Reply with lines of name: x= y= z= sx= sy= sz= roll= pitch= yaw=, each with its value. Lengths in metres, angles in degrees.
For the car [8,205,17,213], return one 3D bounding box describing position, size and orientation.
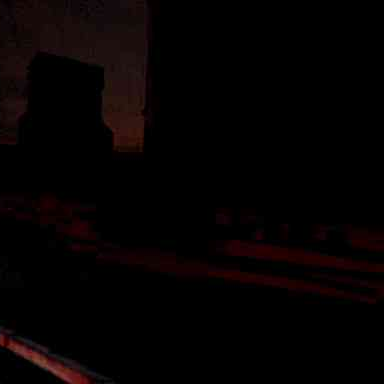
car: x=-26.597 y=2.695 z=52.606 sx=2.033 sy=1.411 sz=5.357 roll=4 pitch=-2 yaw=9
